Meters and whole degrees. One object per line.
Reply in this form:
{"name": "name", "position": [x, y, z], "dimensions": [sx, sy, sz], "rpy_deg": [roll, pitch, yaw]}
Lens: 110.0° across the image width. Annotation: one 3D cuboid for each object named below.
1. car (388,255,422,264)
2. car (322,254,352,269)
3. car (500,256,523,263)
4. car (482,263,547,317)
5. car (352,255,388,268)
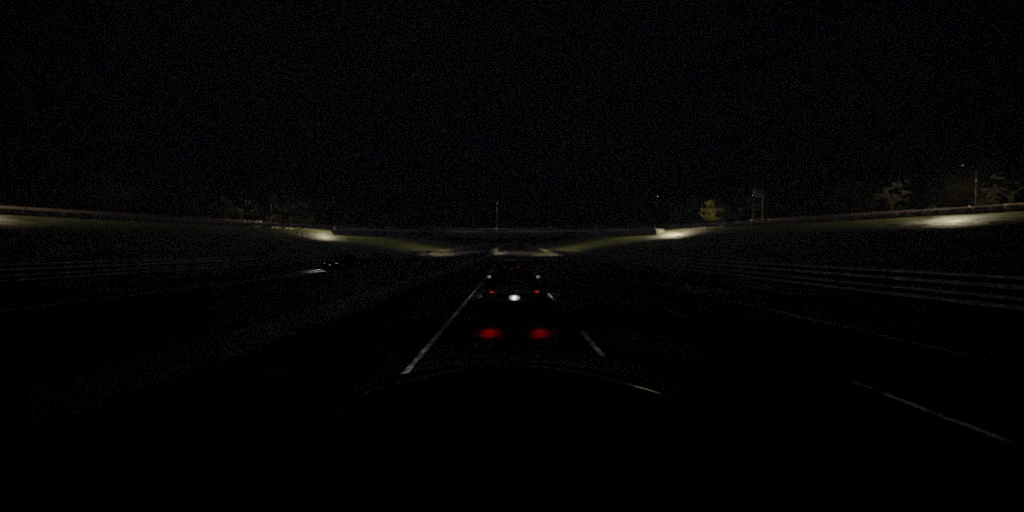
{"name": "car", "position": [-10.692, 0.600, 37.278], "dimensions": [2.033, 1.411, 5.357], "rpy_deg": [0, 1, 0]}
{"name": "car", "position": [-17.692, 0.571, 37.162], "dimensions": [1.837, 1.490, 4.892], "rpy_deg": [0, 1, 0]}
{"name": "car", "position": [-0.042, 0.726, 29.799], "dimensions": [1.812, 1.442, 4.674], "rpy_deg": [0, 1, 0]}
{"name": "car", "position": [0.063, 1.126, 12.254], "dimensions": [1.994, 1.385, 4.181], "rpy_deg": [0, 1, 0]}
{"name": "car", "position": [-14.192, 0.589, 37.251], "dimensions": [2.033, 1.411, 5.357], "rpy_deg": [0, 1, 0]}
